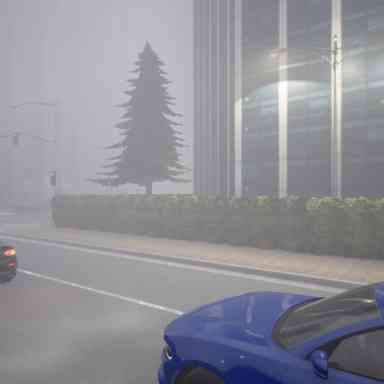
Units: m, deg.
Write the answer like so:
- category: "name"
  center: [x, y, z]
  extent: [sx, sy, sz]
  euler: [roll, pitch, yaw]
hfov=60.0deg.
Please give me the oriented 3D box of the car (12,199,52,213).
- category: "car"
  center: [-17.186, 1.547, 37.439]
  extent: [2.033, 1.411, 5.357]
  euler: [0, 0, 36]

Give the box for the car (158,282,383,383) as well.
- category: "car"
  center: [1.957, 1.478, 2.597]
  extent: [5.008, 1.535, 1.882]
  euler: [0, 0, 36]

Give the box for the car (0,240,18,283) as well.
- category: "car"
  center: [-6.170, 1.526, 8.350]
  extent: [4.674, 1.442, 1.812]
  euler: [0, 0, 36]
